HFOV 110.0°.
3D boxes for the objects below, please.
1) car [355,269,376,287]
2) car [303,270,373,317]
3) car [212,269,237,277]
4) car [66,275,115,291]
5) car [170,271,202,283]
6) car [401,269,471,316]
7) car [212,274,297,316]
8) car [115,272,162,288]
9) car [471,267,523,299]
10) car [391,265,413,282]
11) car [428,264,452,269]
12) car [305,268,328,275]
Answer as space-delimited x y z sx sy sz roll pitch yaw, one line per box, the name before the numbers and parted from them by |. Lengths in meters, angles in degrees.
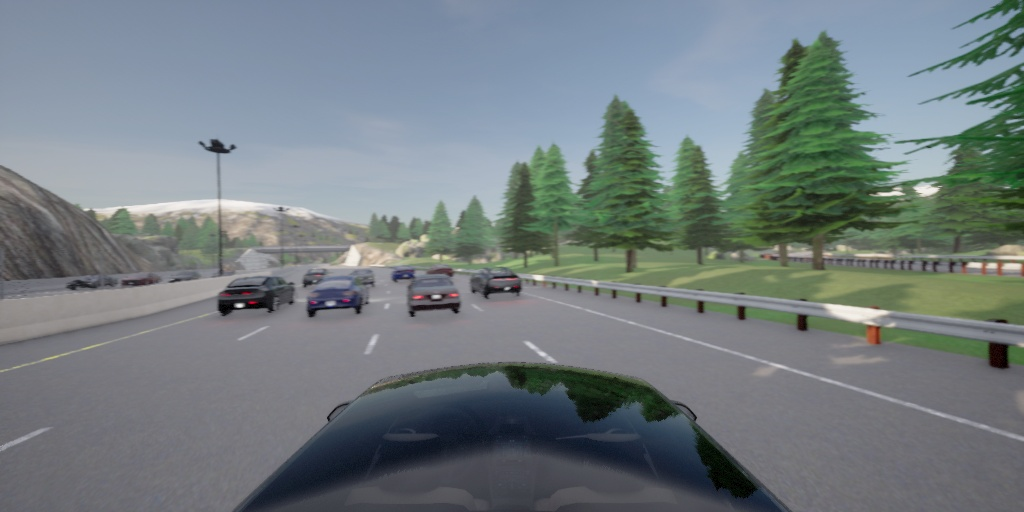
car | -11.732 1.717 28.159 2.033 1.411 5.357 -2 0 -21
car | -7.009 1.519 14.738 1.812 1.442 4.674 -2 0 -17
car | -33.524 2.343 42.033 2.128 1.511 4.902 -2 0 -27
car | -42.426 2.649 36.444 2.033 1.411 5.357 -2 0 -27
car | -36.558 2.441 40.294 1.837 1.490 4.892 -2 0 -27
car | -3.221 1.427 14.301 2.033 1.411 5.357 -2 0 -17
car | -11.034 1.621 15.831 1.837 1.490 4.892 -2 0 -18
car | -39.448 2.496 38.265 1.882 1.535 5.008 -2 0 -27
car | -0.964 1.317 18.780 2.128 1.511 4.902 -2 0 -18
car | -10.409 1.624 34.230 1.882 1.535 5.008 -2 0 -22
car | -7.123 1.530 35.430 1.882 1.535 5.008 -2 0 -22
car | -16.406 1.806 30.415 2.128 1.511 4.902 -2 0 -22
